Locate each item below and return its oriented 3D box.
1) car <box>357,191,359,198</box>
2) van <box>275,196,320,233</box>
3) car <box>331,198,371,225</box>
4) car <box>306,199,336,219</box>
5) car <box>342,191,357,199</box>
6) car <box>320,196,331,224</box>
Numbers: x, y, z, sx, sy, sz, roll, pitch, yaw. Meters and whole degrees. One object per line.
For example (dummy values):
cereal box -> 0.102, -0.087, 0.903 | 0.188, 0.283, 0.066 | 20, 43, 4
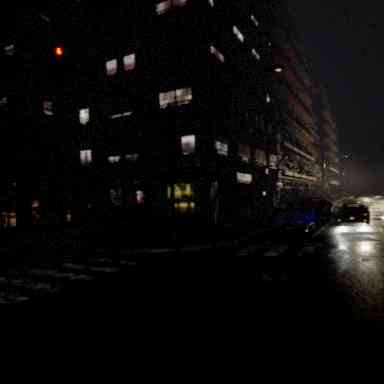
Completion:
car -> 37.341, 0.945, 77.395 | 1.947, 1.339, 4.313 | -2, -1, 28
van -> 5.969, 1.314, 18.953 | 1.690, 1.788, 3.998 | -2, -1, 28
car -> 10.614, 1.381, 21.921 | 1.994, 1.385, 4.181 | -3, -1, 28
car -> 11.203, 1.414, 28.692 | 1.887, 1.381, 4.507 | -2, -1, 28
car -> 29.495, 0.962, 62.785 | 1.967, 1.590, 4.097 | -2, -1, 28
car -> 8.581, 1.236, 23.823 | 2.192, 1.841, 5.009 | -2, -1, 28
